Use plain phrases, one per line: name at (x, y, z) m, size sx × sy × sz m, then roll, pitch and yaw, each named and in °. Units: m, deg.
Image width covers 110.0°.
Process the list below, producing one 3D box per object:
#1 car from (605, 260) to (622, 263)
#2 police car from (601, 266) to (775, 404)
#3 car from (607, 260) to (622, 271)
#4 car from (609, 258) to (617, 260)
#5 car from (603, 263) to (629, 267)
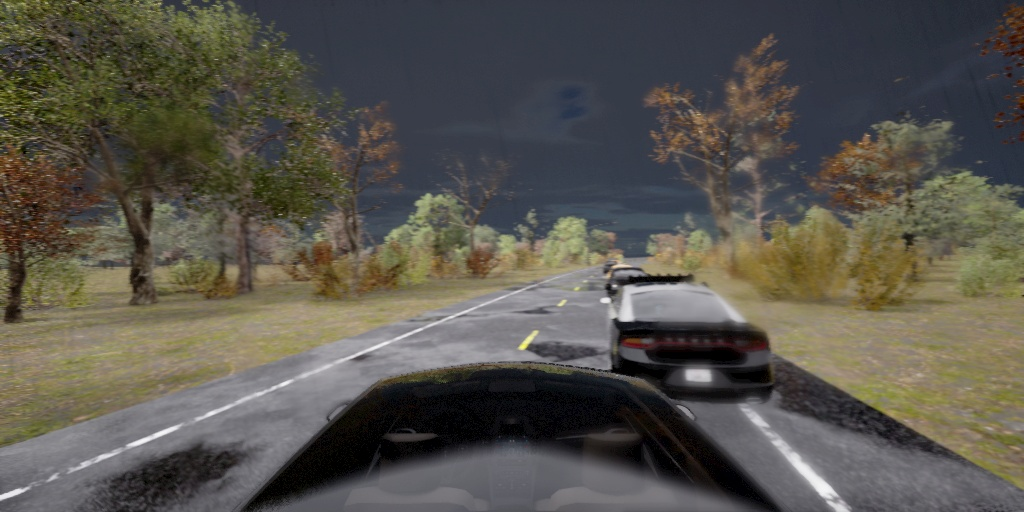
car at (6.751, 1.210, 22.011) m, size 1.801 × 1.575 × 5.366 m, roll -2°, pitch -1°, yaw 15°
police car at (2.698, 1.138, 6.523) m, size 1.930 × 1.638 × 5.238 m, roll -2°, pitch -1°, yaw 14°
car at (16.070, 1.411, 56.146) m, size 1.882 × 1.535 × 5.008 m, roll -2°, pitch -1°, yaw 19°
car at (12.221, 1.379, 44.116) m, size 1.837 × 1.490 × 4.892 m, roll -2°, pitch -1°, yaw 18°
car at (5.145, 1.244, 16.060) m, size 1.837 × 1.490 × 4.892 m, roll -2°, pitch -1°, yaw 15°
